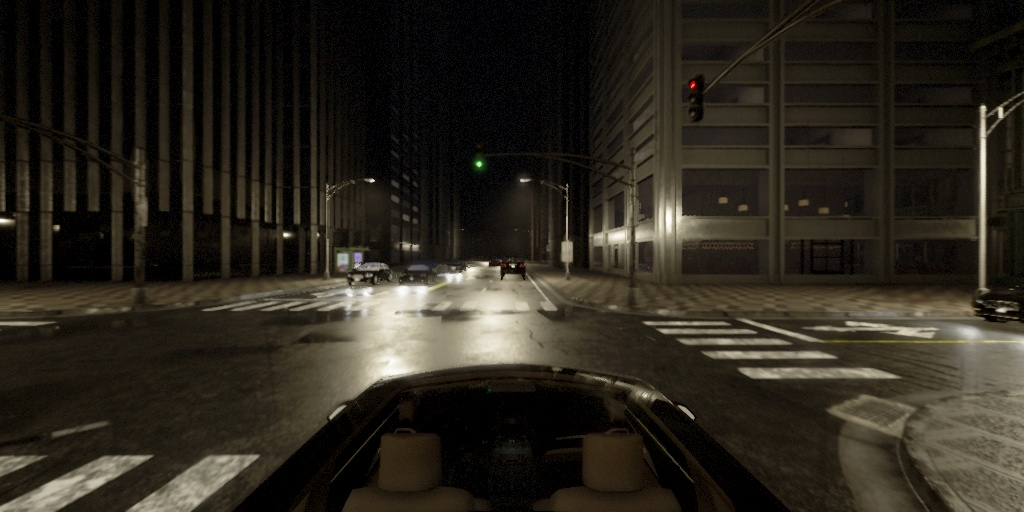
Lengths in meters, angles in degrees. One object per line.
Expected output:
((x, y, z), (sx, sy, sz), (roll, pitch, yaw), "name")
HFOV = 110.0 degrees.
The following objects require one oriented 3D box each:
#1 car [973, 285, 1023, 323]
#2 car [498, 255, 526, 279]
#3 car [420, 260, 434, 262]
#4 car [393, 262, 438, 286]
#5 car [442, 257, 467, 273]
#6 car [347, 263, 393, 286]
((16.016, 1.266, 9.959), (4.892, 1.490, 1.837), (0, 0, 0), "car")
((0.087, 0.971, 32.706), (2.150, 2.045, 5.566), (0, 0, 0), "car")
((-9.847, 1.230, 41.016), (1.882, 1.535, 5.008), (0, 0, 0), "car")
((-6.602, 1.314, 25.582), (1.994, 1.385, 4.181), (0, 0, 0), "car")
((-6.589, 1.245, 42.985), (2.128, 1.511, 4.902), (0, 0, 0), "car")
((-9.853, 1.242, 25.280), (2.128, 1.511, 4.902), (0, 0, 0), "car")
